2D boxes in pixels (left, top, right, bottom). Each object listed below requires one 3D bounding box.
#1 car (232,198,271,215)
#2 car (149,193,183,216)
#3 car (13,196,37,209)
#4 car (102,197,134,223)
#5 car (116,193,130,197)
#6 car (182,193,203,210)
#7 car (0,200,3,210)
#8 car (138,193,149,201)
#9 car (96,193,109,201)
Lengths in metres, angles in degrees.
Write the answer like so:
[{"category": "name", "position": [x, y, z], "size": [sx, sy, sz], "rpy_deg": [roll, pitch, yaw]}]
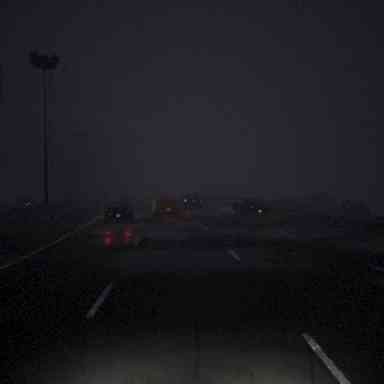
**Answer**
[{"category": "car", "position": [4.931, 1.191, 28.383], "size": [1.895, 1.301, 4.718], "rpy_deg": [-1, 1, -11]}, {"category": "car", "position": [-2.305, 1.159, 28.199], "size": [1.882, 1.535, 5.008], "rpy_deg": [0, 0, -11]}, {"category": "car", "position": [-19.524, 1.265, 39.065], "size": [1.837, 1.490, 4.892], "rpy_deg": [-1, 1, -15]}, {"category": "car", "position": [-5.084, 1.300, 23.435], "size": [1.812, 1.442, 4.674], "rpy_deg": [0, 1, -10]}, {"category": "car", "position": [-13.294, 0.871, 63.828], "size": [2.128, 1.511, 4.902], "rpy_deg": [-1, 1, -25]}, {"category": "car", "position": [-0.355, 0.918, 35.643], "size": [2.097, 1.767, 4.553], "rpy_deg": [-1, 1, -13]}, {"category": "car", "position": [-22.439, 1.183, 36.411], "size": [2.097, 1.767, 4.553], "rpy_deg": [-1, 1, -15]}, {"category": "car", "position": [-8.849, 0.870, 62.365], "size": [1.812, 1.442, 4.674], "rpy_deg": [-1, 0, -24]}, {"category": "car", "position": [-17.169, 0.918, 63.911], "size": [2.128, 1.511, 4.902], "rpy_deg": [-1, 1, -26]}]
